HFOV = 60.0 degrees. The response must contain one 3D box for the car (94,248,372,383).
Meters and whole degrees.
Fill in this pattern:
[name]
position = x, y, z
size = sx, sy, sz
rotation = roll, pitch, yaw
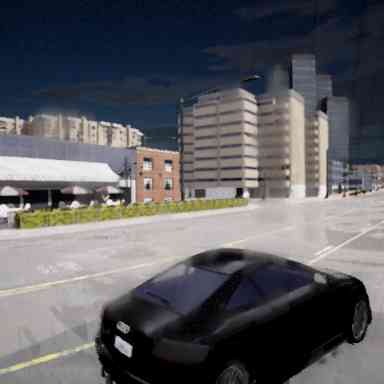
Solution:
[car]
position = 0.815, 1.515, 4.708
size = 4.181, 1.385, 1.994
rotation = -1, 1, -41
